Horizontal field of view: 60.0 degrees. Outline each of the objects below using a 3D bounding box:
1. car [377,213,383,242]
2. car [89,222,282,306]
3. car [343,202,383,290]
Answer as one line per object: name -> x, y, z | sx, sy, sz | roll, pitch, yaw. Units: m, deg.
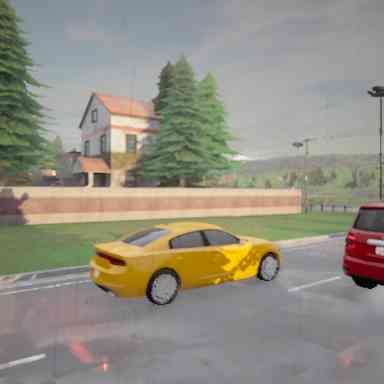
car -> 10.990, 1.637, 15.911 | 4.718, 1.301, 1.895 | 0, 0, -36
car -> 0.084, 1.487, 8.146 | 5.008, 1.535, 1.882 | 0, 0, -35
car -> 5.883, 1.241, 7.963 | 5.566, 2.045, 2.150 | 0, 0, -35
